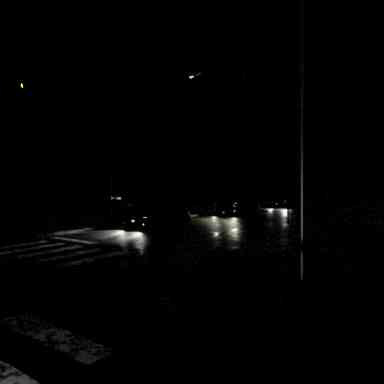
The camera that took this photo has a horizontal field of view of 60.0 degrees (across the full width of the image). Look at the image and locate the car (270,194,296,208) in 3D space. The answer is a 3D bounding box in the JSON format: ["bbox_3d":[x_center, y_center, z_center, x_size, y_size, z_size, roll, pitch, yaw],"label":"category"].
[{"bbox_3d":[9.840,0.891,35.207,1.837,1.490,4.892,0,2,36],"label":"car"}]

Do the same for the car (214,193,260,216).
[{"bbox_3d":[3.649,0.913,26.584,2.097,1.767,4.553,0,1,36],"label":"car"}]

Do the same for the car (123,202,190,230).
[{"bbox_3d":[-1.905,1.285,18.825,1.994,1.385,4.181,0,1,35],"label":"car"}]

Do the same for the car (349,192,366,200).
[{"bbox_3d":[26.021,0.604,52.322,1.994,1.385,4.181,0,1,35],"label":"car"}]
